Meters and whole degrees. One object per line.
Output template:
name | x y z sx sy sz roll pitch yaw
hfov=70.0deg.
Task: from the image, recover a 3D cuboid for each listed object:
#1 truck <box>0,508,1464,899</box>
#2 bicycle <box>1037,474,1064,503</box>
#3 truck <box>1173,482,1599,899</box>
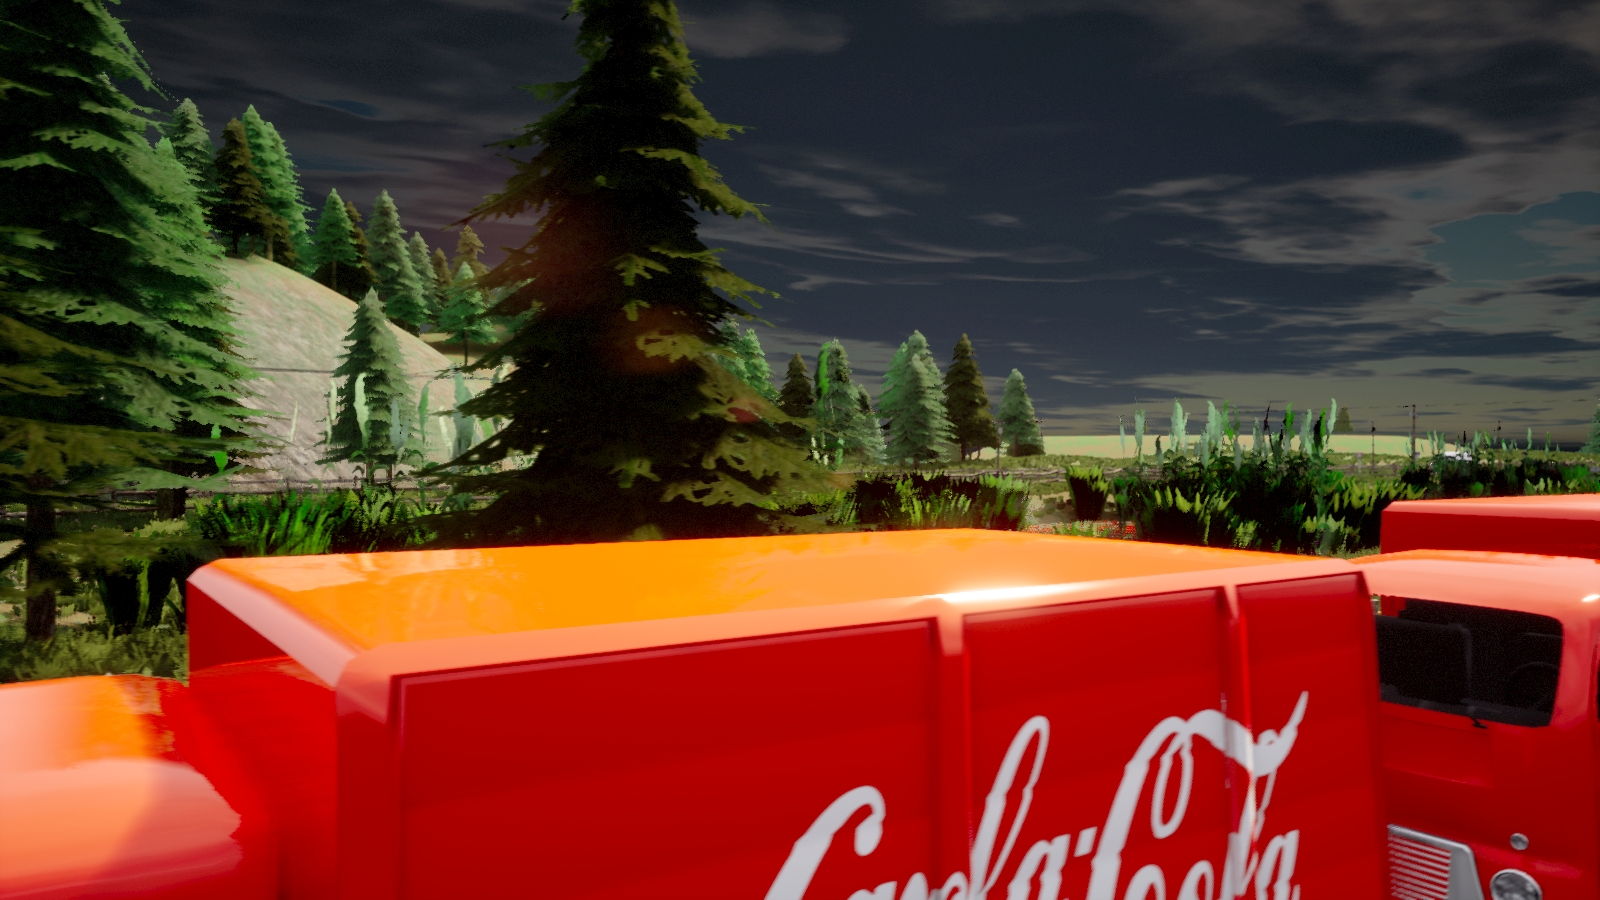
truck | -0.743 1.531 3.293 5.204 2.467 2.627 0 0 -35
bicycle | 13.077 1.992 59.603 1.643 1.496 0.373 0 0 -38
truck | 5.153 1.523 7.311 5.204 2.467 2.627 0 0 -34
